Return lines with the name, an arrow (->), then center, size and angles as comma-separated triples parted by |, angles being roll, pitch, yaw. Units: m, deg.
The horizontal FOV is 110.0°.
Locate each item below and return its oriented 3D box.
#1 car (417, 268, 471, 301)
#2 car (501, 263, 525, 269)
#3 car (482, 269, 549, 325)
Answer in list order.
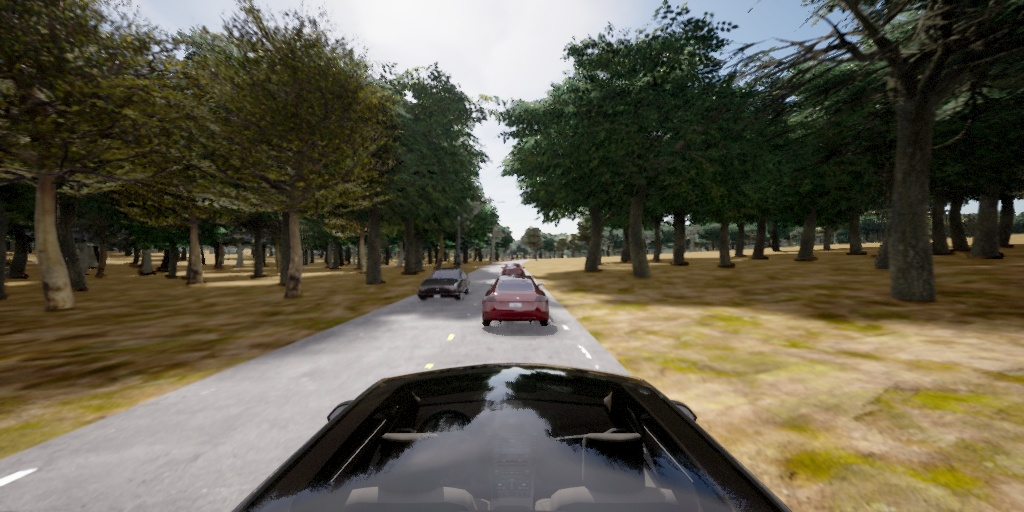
car -> -3.095, 1.298, 17.494 | 2.033, 1.411, 5.357 | 0, 0, 0
car -> 0.108, 1.283, 29.239 | 1.812, 1.442, 4.674 | 0, 0, 0
car -> 0.101, 1.313, 11.828 | 1.994, 1.385, 4.181 | 0, 0, 0
